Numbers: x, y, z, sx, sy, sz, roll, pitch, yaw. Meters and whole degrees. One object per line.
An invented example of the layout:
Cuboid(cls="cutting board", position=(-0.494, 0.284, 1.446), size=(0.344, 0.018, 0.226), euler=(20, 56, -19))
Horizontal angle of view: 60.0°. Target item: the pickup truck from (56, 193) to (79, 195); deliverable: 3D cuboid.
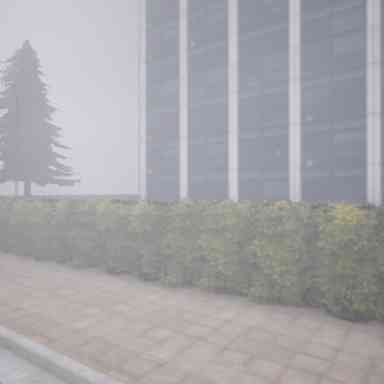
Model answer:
Cuboid(cls="pickup truck", position=(-23.159, 1.182, 62.935), size=(6.274, 2.098, 2.390), euler=(0, 0, -24))
